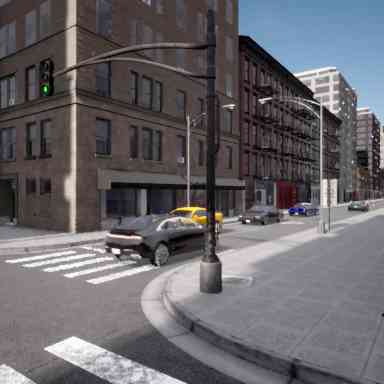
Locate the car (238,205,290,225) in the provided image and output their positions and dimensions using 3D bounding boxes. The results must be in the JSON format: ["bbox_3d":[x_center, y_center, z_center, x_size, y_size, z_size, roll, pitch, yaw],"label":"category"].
[{"bbox_3d":[5.542,1.704,25.941,2.033,1.411,5.357,0,0,35],"label":"car"}]

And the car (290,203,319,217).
[{"bbox_3d":[11.528,1.815,34.321,1.895,1.301,4.718,0,0,36],"label":"car"}]

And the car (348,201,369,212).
[{"bbox_3d":[21.889,1.853,43.783,1.994,1.385,4.181,0,0,35],"label":"car"}]

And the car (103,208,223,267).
[{"bbox_3d":[-0.853,1.558,11.884,2.128,1.511,4.902,0,0,36],"label":"car"}]

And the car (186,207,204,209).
[{"bbox_3d":[-0.198,1.575,17.882,1.882,1.535,5.008,0,0,35],"label":"car"}]
